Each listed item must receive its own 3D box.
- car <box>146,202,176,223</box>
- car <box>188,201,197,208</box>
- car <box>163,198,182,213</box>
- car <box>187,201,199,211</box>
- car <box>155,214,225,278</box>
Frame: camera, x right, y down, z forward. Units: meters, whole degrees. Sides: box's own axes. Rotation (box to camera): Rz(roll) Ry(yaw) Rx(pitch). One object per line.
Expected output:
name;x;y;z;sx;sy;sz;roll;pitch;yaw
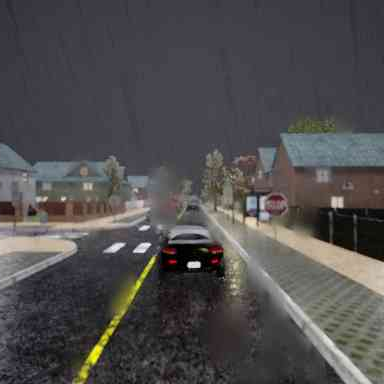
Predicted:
car;-2.847;1.919;29.650;2.033;1.411;5.357;0;-1;1
car;0.083;2.611;71.616;1.837;1.490;4.892;0;-1;0
car;-2.807;1.858;46.158;2.150;2.045;5.566;0;-1;-2
car;0.154;2.335;53.803;1.994;1.385;4.181;0;-1;0
car;-0.161;1.646;10.469;1.812;1.442;4.674;0;-1;-5
